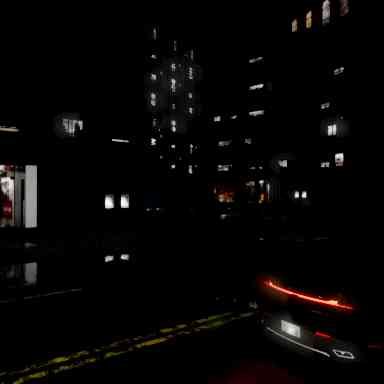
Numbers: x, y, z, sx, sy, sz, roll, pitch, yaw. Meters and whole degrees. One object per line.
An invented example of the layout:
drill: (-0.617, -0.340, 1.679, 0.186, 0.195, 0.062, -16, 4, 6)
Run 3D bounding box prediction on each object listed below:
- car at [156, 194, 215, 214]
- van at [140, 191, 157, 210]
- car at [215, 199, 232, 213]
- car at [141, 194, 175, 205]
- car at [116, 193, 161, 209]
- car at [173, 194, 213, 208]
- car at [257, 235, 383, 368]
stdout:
car: (-0.585, 1.137, 29.243, 4.403, 1.369, 2.008, 1, 0, 37)
van: (-4.993, 0.817, 32.568, 3.998, 1.788, 1.690, 1, 0, 37)
car: (1.447, 1.129, 30.938, 4.674, 1.442, 1.812, 1, 1, 37)
car: (-4.345, 0.961, 42.564, 4.206, 1.307, 1.802, 1, 0, 37)
car: (-5.923, 0.909, 36.490, 4.902, 1.511, 2.128, 1, 1, 37)
car: (0.069, 1.041, 39.241, 4.403, 1.369, 2.008, 1, 0, 37)
car: (3.260, 1.507, 5.639, 4.892, 1.490, 1.837, 0, 0, -35)
